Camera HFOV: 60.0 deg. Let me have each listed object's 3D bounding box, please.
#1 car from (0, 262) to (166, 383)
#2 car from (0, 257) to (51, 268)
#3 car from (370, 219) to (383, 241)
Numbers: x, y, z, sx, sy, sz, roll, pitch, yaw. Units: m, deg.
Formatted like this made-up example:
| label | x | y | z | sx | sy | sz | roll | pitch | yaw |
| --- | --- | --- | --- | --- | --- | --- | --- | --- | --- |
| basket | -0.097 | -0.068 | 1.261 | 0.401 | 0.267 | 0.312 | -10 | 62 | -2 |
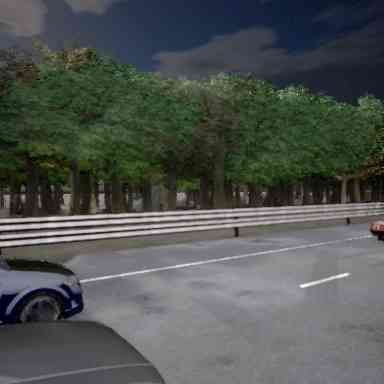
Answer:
| label | x | y | z | sx | sy | sz | roll | pitch | yaw |
| --- | --- | --- | --- | --- | --- | --- | --- | --- | --- |
| car | -2.712 | 1.549 | 1.815 | 5.357 | 1.411 | 2.033 | 0 | 0 | -35 |
| car | -3.932 | 1.564 | 5.242 | 4.181 | 1.385 | 1.994 | 0 | 0 | -36 |
| car | 10.281 | 1.568 | 15.383 | 4.718 | 1.301 | 1.895 | 0 | 0 | -36 |
